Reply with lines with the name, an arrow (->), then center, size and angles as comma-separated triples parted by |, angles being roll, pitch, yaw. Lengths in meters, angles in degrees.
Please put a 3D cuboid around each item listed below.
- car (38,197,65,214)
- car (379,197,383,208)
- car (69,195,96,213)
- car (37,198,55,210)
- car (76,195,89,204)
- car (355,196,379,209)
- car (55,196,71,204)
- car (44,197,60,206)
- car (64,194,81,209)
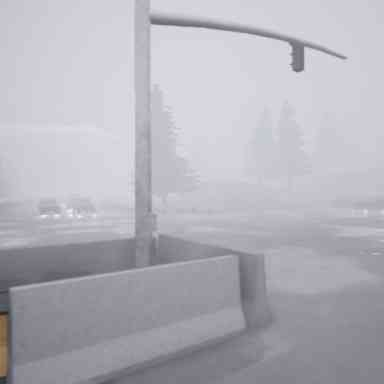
car -> -15.189, 1.509, 35.313 | 2.033, 1.411, 5.357 | 0, 0, -28
car -> 23.875, 1.118, 38.078 | 4.553, 1.767, 2.097 | -1, 0, -35
car -> -11.893, 1.451, 36.650 | 1.837, 1.490, 4.892 | 0, 0, -28
car -> -19.391, 1.501, 44.408 | 2.033, 1.411, 5.357 | 0, 0, -22
car -> -21.215, 1.383, 64.584 | 1.882, 1.535, 5.008 | 0, 0, -10
car -> 22.047, 1.242, 41.071 | 5.008, 1.535, 1.882 | -1, 0, -35
car -> -24.563, 1.522, 63.372 | 1.895, 1.301, 4.718 | 0, 0, -10
car -> -22.452, 1.541, 53.498 | 1.895, 1.301, 4.718 | 0, 0, -17
car -> -15.824, 1.430, 45.030 | 2.128, 1.511, 4.902 | 0, 0, -22
